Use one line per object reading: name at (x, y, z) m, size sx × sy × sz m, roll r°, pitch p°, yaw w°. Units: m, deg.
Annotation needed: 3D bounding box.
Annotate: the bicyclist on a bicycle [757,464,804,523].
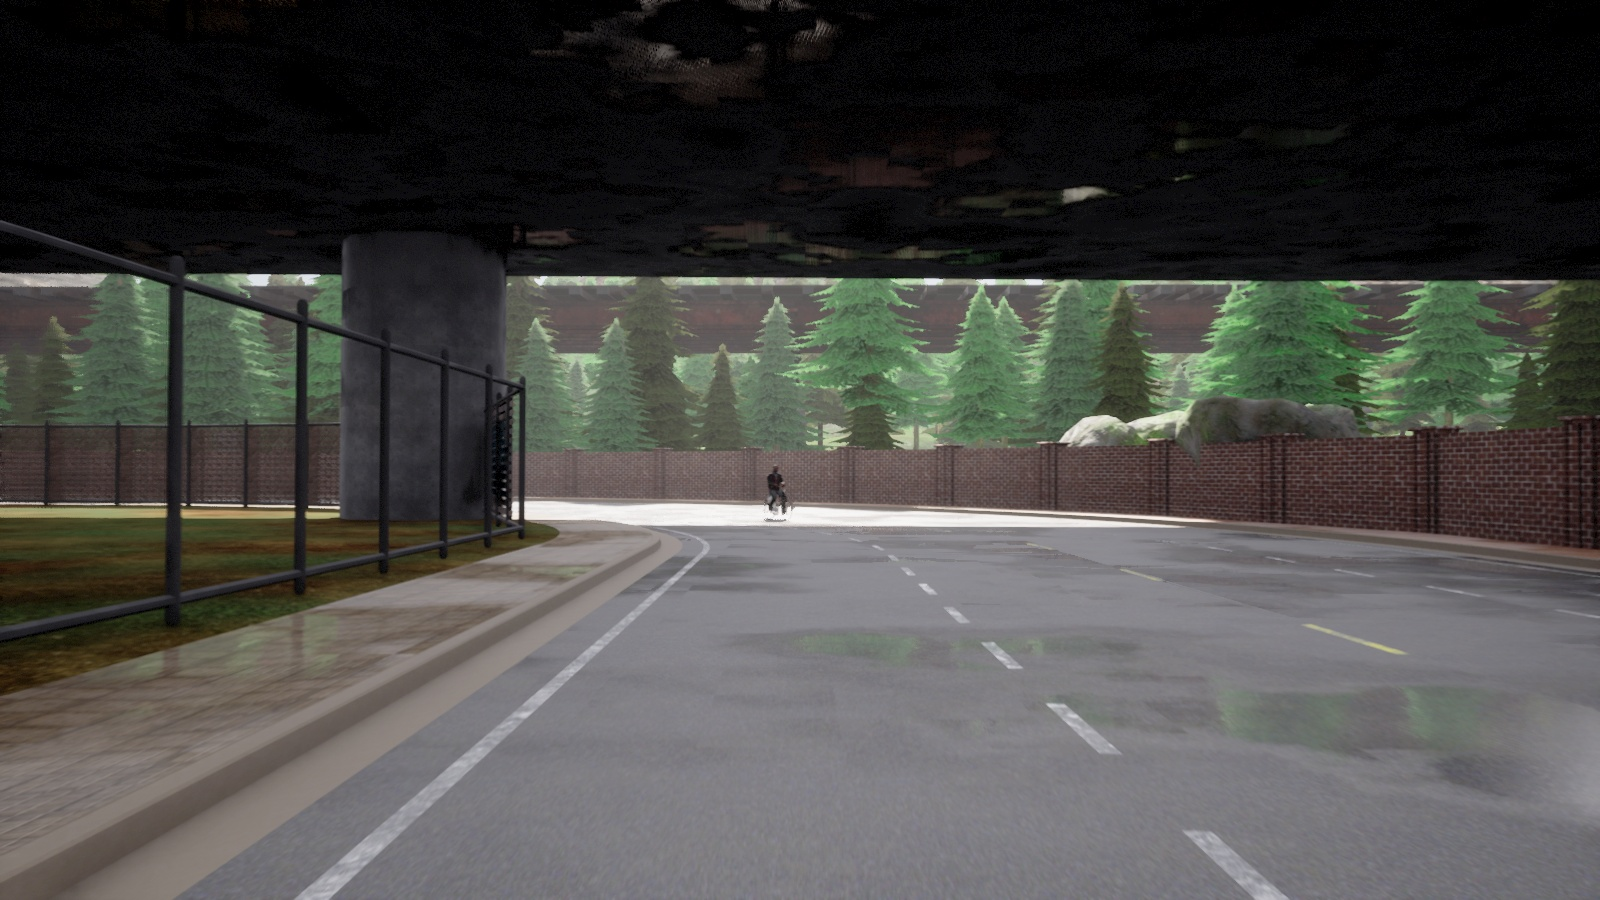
bicyclist on a bicycle at (-0.617, 1.345, 39.287) m, size 0.659 × 1.776 × 1.843 m, roll 0°, pitch -1°, yaw -29°
